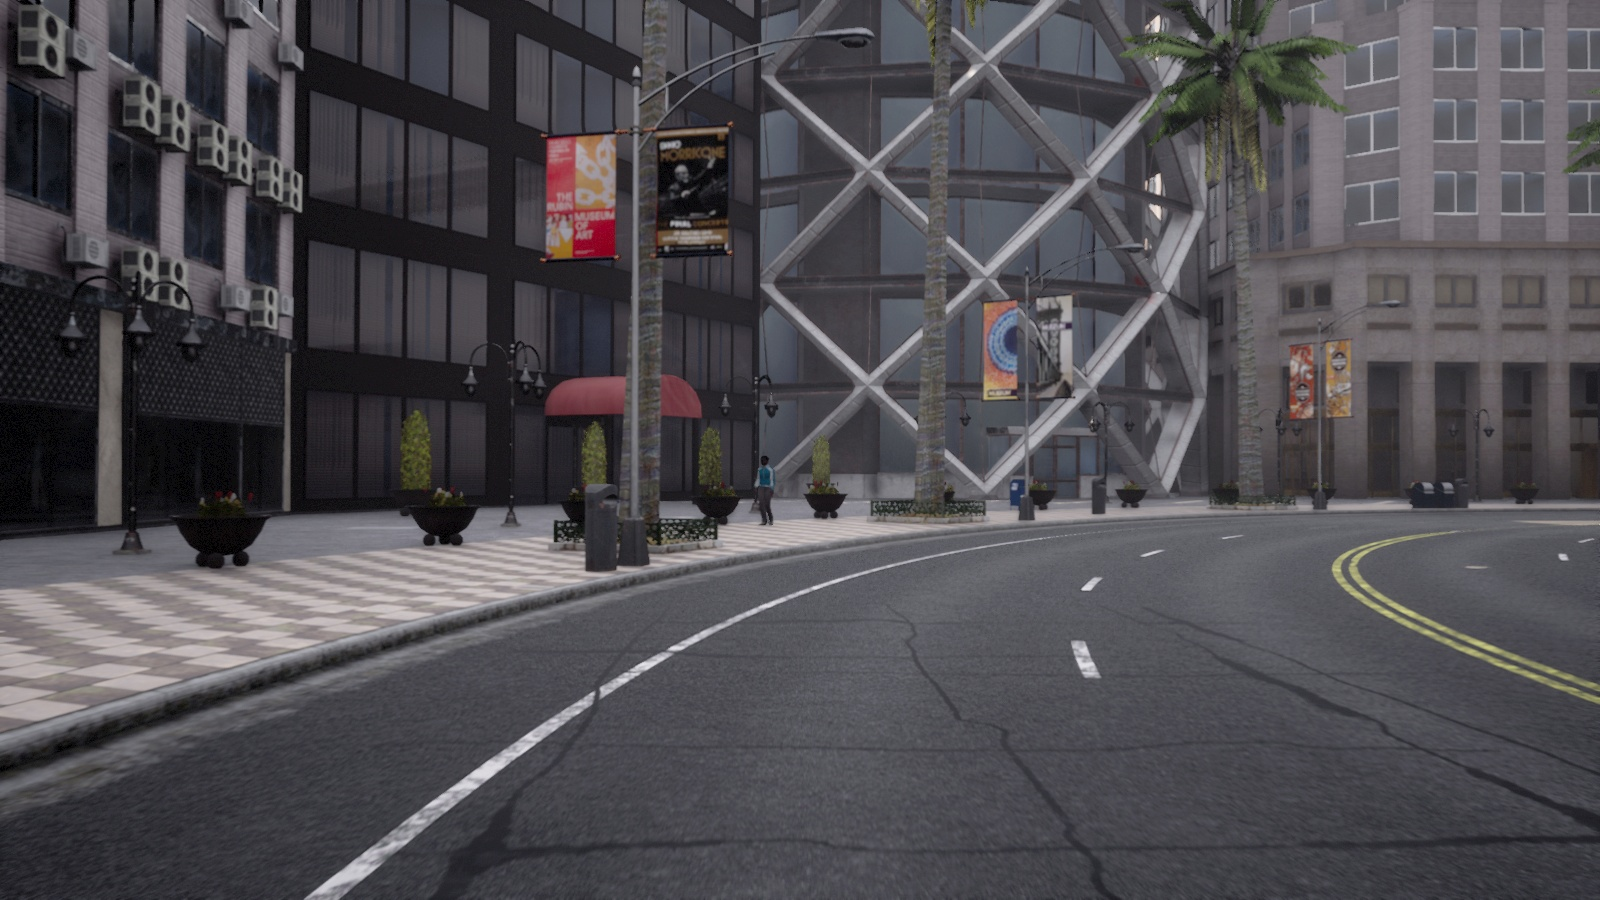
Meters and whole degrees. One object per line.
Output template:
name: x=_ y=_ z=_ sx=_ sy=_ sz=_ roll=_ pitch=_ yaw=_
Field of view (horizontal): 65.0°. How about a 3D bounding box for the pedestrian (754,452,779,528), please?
pedestrian: x=-0.860 y=1.033 z=32.293 sx=0.396 sy=1.930 sz=0.692 roll=-1 pitch=-1 yaw=24
